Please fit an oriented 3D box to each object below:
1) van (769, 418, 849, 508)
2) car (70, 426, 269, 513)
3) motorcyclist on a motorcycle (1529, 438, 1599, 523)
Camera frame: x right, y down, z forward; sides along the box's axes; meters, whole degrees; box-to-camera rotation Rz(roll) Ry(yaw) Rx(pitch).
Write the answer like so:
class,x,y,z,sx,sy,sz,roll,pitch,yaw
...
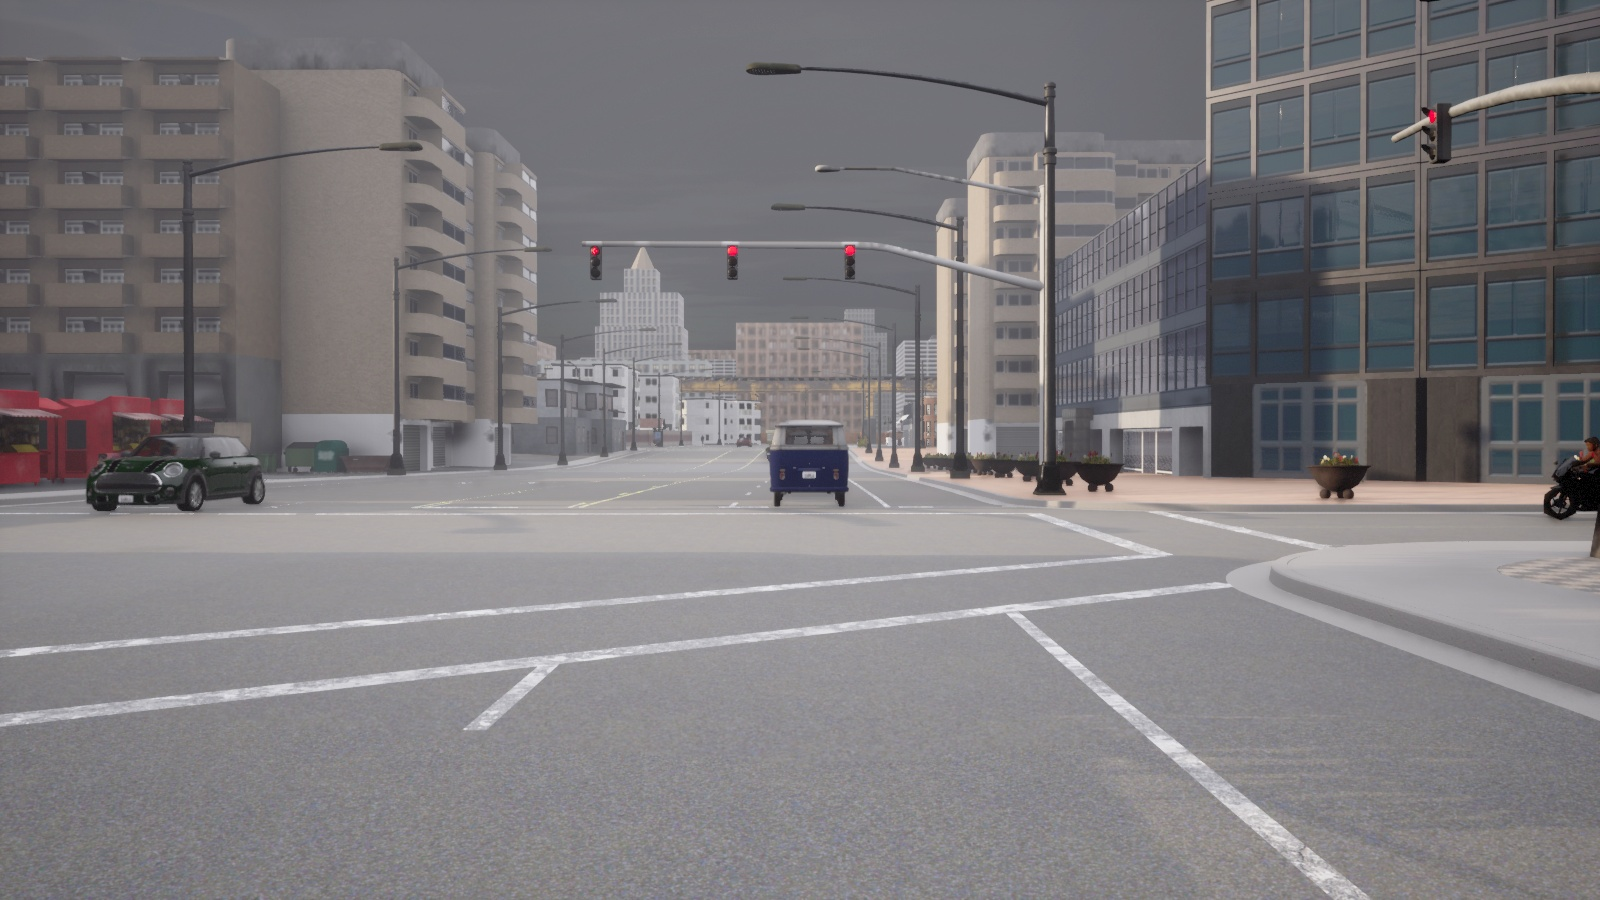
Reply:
class,x,y,z,sx,sy,sz,roll,pitch,yaw
van,0.220,0.280,30.040,1.775,1.987,4.442,0,0,0
car,-13.806,0.392,27.865,2.097,1.767,4.553,0,0,1
motorcyclist on a motorcycle,14.450,0.540,22.714,2.044,1.523,0.797,0,1,1
